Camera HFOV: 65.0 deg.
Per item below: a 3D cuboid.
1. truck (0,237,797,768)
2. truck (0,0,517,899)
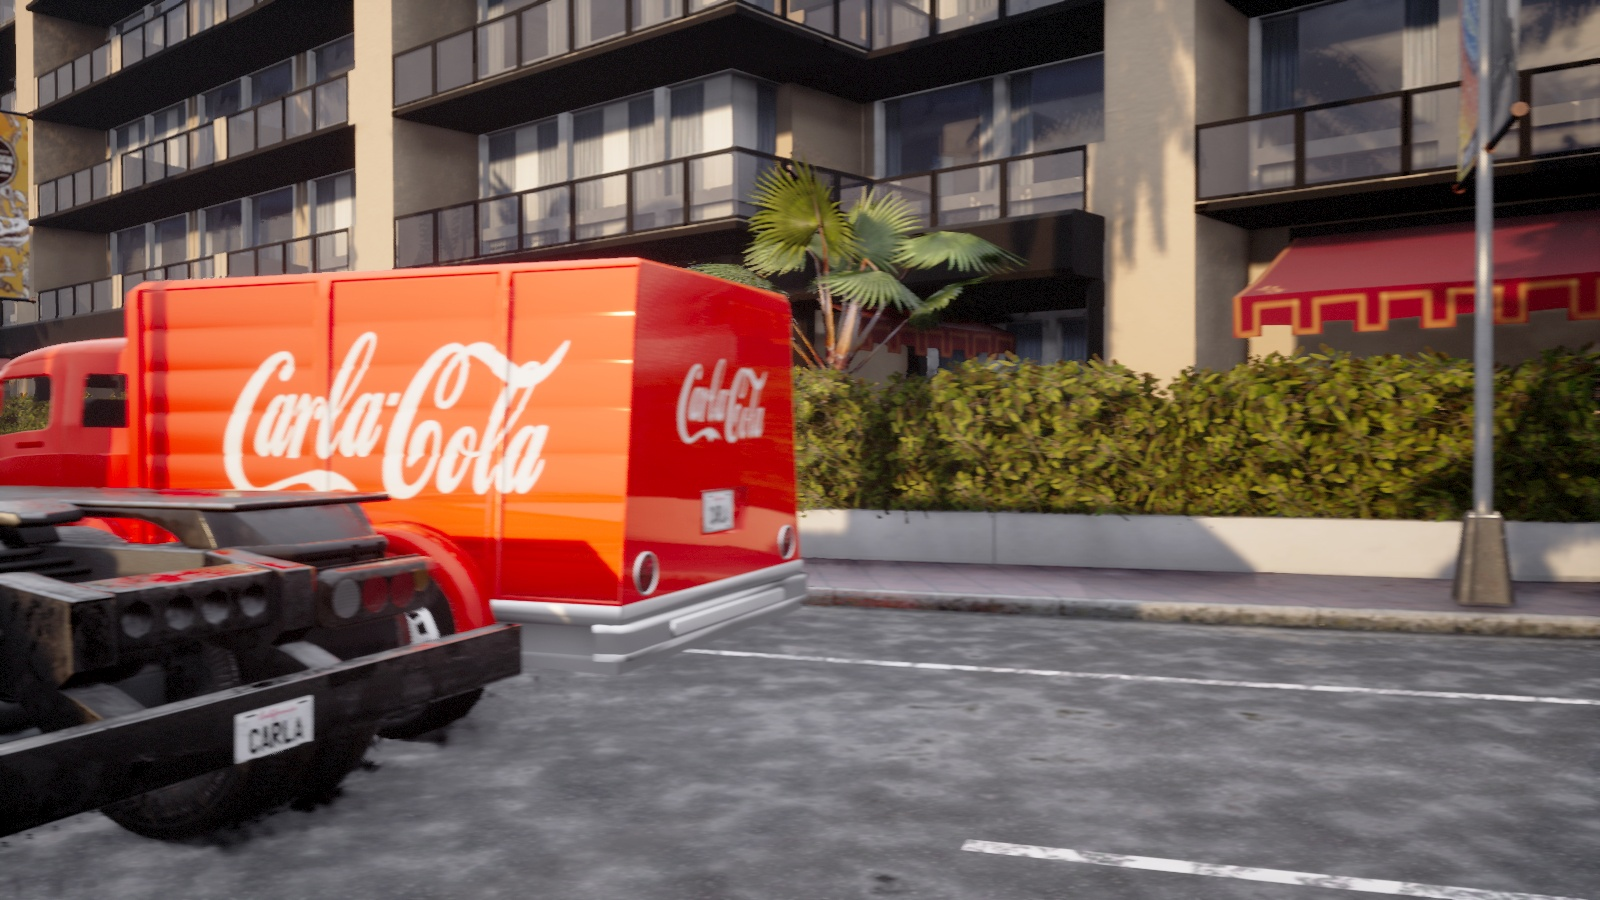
[{"bbox_3d":[-2.925,0.205,8.015,5.204,2.467,2.627,1,1,22],"label":"truck"},{"bbox_3d":[-5.364,-0.256,5.219,7.936,3.462,2.891,1,1,22],"label":"truck"}]
